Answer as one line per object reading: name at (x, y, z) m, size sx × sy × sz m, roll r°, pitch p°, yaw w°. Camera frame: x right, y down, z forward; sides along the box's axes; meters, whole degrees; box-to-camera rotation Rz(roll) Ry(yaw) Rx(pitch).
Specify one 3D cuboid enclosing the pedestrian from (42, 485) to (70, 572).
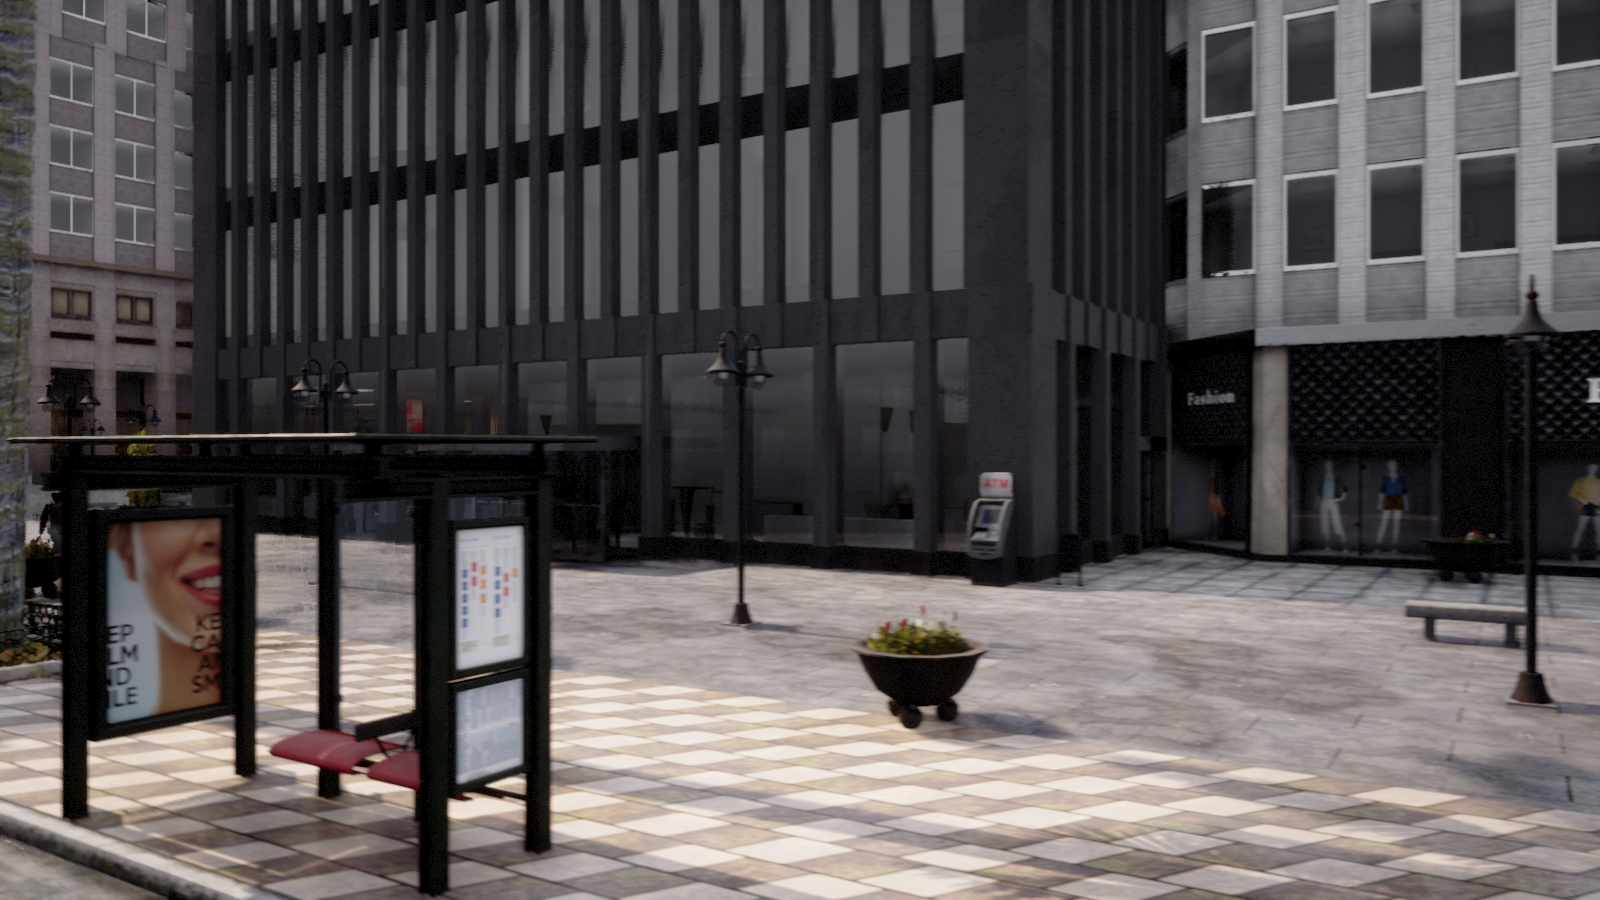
pedestrian at (-16.174, 1.703, 24.833) m, size 0.375 × 1.860 × 0.375 m, roll 0°, pitch 0°, yaw 31°
